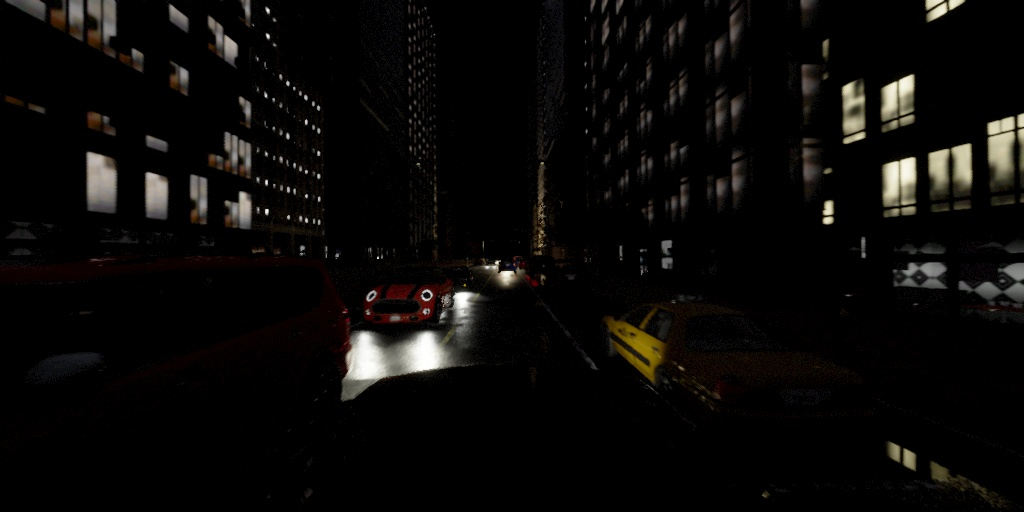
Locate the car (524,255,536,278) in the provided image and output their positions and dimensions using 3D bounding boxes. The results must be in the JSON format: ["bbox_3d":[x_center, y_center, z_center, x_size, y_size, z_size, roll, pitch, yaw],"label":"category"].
[{"bbox_3d":[2.604,0.922,32.857,2.150,2.045,5.566,-1,0,-1],"label":"car"}]

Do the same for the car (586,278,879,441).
[{"bbox_3d":[2.626,1.249,5.570,1.751,1.417,4.829,0,0,-1],"label":"car"}]

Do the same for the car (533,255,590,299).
[{"bbox_3d":[2.460,1.028,17.518,2.192,1.841,5.009,0,0,-1],"label":"car"}]

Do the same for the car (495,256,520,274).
[{"bbox_3d":[-0.546,1.064,41.341,2.097,1.767,4.553,-1,0,-1],"label":"car"}]

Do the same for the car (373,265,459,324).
[{"bbox_3d":[-3.248,1.124,12.105,2.097,1.767,4.553,-1,0,-1],"label":"car"}]

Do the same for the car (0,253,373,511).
[{"bbox_3d":[-3.083,1.001,2.382,2.150,2.045,5.566,-1,0,-1],"label":"car"}]

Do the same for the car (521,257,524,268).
[{"bbox_3d":[2.492,1.039,39.797,2.097,1.767,4.553,-1,0,-1],"label":"car"}]

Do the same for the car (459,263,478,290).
[{"bbox_3d":[-3.405,1.327,22.109,1.994,1.385,4.181,-1,0,-1],"label":"car"}]
